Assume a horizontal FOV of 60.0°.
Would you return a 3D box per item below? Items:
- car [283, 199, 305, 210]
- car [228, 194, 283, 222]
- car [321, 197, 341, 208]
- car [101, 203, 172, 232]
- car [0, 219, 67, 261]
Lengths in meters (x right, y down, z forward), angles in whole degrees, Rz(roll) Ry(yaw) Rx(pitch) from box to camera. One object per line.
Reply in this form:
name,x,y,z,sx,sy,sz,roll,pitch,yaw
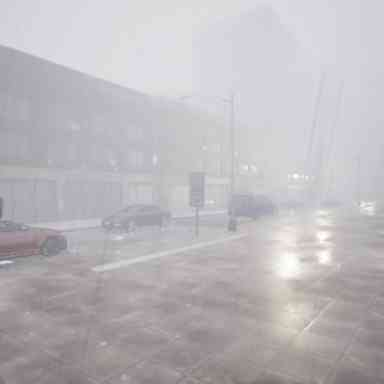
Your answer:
car,12.812,1.526,42.486,1.895,1.301,4.718,0,0,36
car,4.986,1.181,26.683,2.150,2.045,5.566,0,0,36
car,19.717,1.414,47.126,2.128,1.511,4.902,0,0,36
car,-3.255,1.477,20.259,1.837,1.490,4.892,0,0,36
car,-6.331,1.560,10.931,1.994,1.385,4.181,0,0,36
